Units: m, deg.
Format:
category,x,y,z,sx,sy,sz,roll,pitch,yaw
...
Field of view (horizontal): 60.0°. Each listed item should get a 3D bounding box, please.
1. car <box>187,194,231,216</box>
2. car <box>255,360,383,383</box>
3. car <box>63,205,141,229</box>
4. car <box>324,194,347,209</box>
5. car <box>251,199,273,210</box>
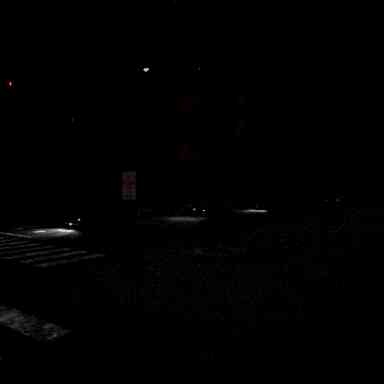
category,x,y,z,sx,sy,sz,roll,pitch,yaw
car,1.811,1.264,33.153,2.150,2.045,5.566,0,0,35
car,2.143,1.551,1.314,4.403,1.369,2.008,0,0,36
car,-5.836,1.568,22.358,2.033,1.411,5.357,0,0,35
car,21.062,1.333,48.750,2.150,2.045,5.566,0,0,35
car,9.349,1.636,43.751,1.994,1.385,4.181,0,0,36
